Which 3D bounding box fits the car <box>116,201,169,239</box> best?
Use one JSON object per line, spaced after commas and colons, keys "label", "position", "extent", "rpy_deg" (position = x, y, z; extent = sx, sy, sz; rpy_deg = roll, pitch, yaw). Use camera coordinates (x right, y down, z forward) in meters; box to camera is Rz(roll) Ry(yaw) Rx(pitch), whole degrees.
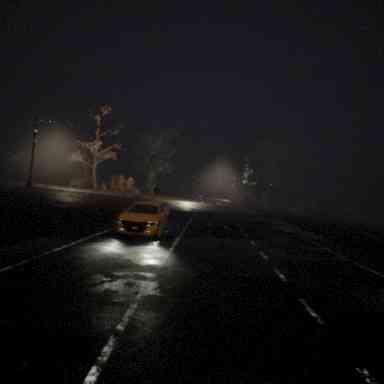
{"label": "car", "position": [-2.260, 1.234, 16.400], "extent": [1.882, 1.535, 5.008], "rpy_deg": [5, 0, 3]}
